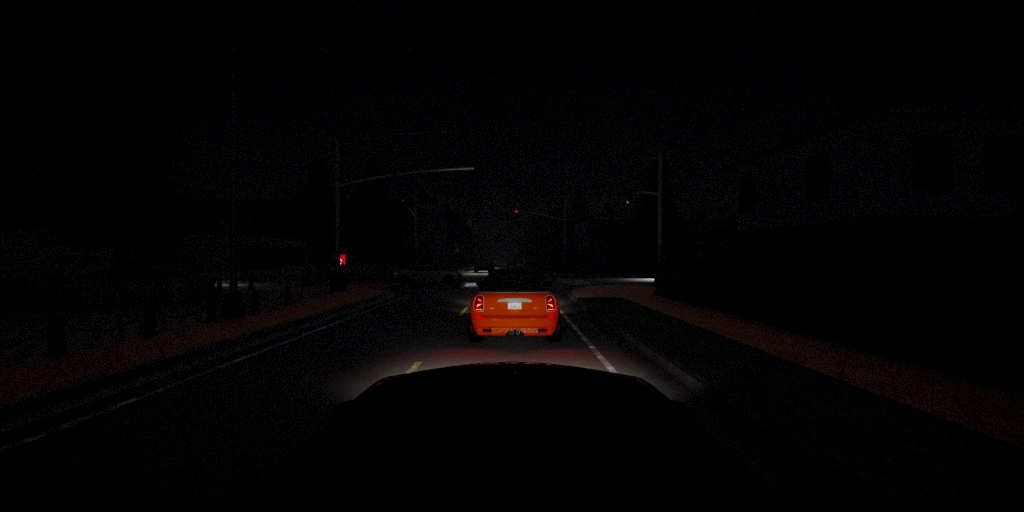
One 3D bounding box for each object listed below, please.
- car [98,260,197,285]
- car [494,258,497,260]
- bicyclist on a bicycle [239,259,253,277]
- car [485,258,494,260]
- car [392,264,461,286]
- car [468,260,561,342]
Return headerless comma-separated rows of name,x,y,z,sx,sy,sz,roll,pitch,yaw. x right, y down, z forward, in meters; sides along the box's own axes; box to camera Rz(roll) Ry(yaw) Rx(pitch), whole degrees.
car,-24.196,1.243,24.263,5.008,1.535,1.882,0,0,-2
car,-3.588,1.241,54.207,2.128,1.511,4.902,0,0,0
bicyclist on a bicycle,-23.556,1.066,31.764,0.582,1.620,1.656,0,0,-2
car,-3.595,1.228,44.746,1.882,1.535,5.008,0,0,0
car,-5.887,1.281,24.964,4.674,1.442,1.812,0,0,-3
car,0.072,1.102,9.904,2.097,1.767,4.553,0,0,0
